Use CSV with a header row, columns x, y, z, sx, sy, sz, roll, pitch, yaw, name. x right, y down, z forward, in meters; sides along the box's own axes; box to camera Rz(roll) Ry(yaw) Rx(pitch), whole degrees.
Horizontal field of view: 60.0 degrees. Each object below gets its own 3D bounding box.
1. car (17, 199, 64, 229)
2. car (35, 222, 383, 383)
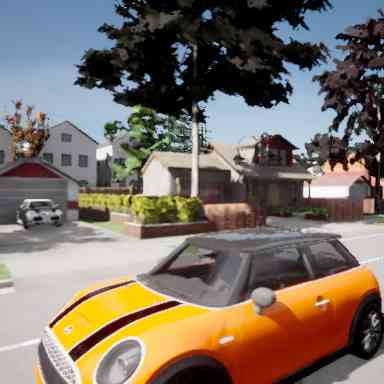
x,y,z,sx,sy,sz,roll,pitch,yaw,name
-8.498,1.162,18.558,1.970,1.475,3.806,0,0,-35,car
0.496,1.348,4.346,4.553,1.767,2.097,0,0,-36,car
